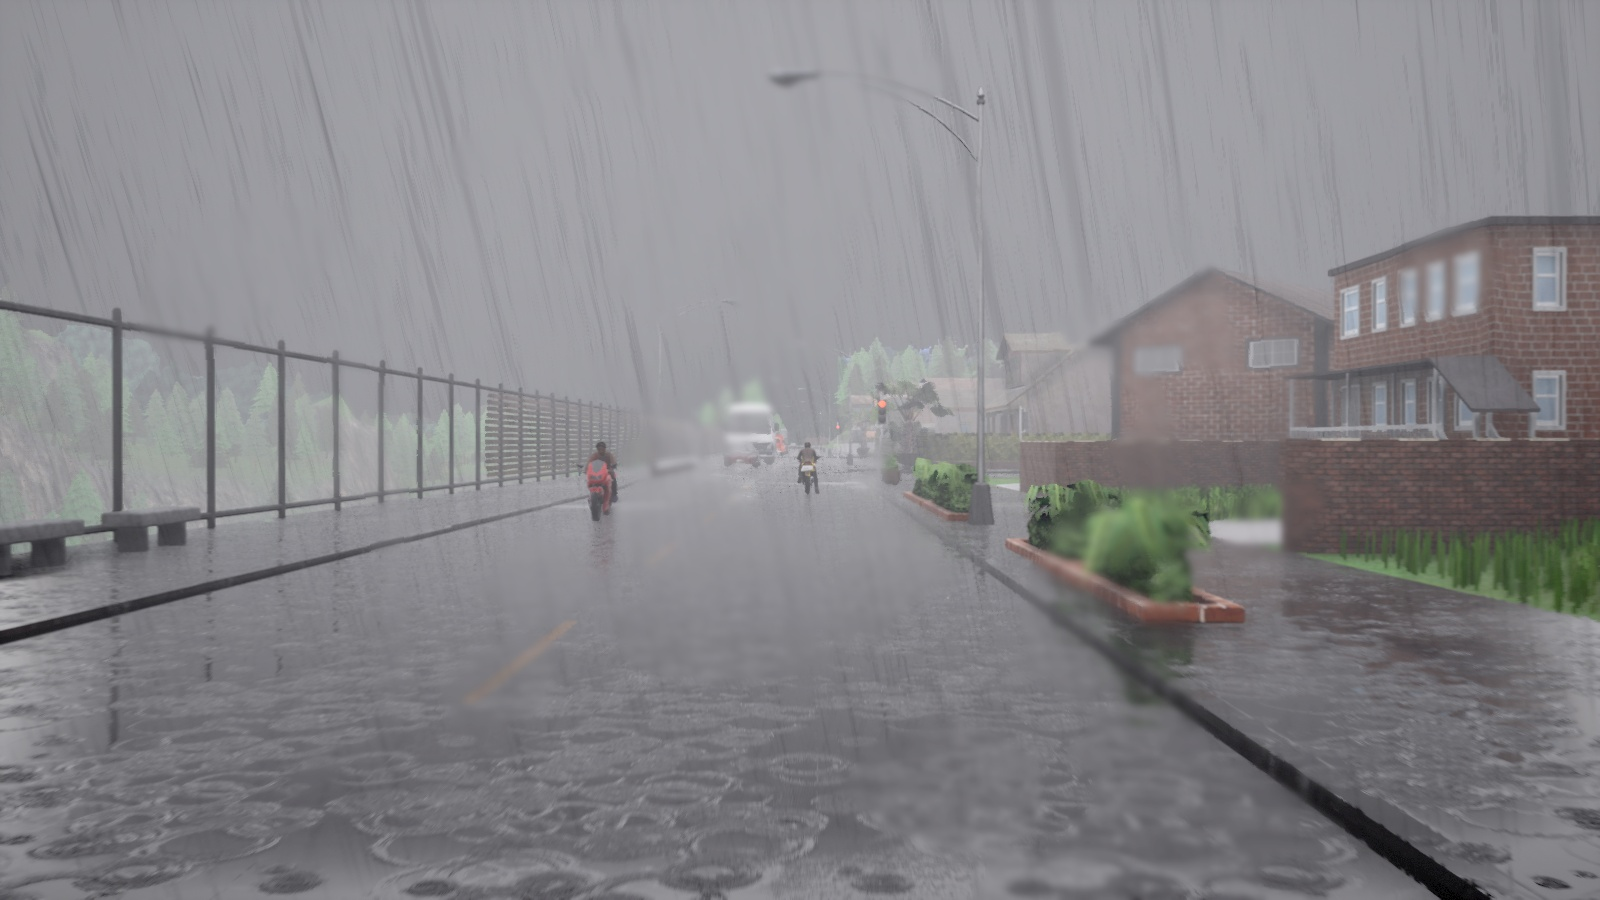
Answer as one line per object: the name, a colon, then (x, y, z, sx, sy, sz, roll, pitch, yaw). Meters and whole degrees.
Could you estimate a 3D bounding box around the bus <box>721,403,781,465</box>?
bus: (-3.457, -1.148, 91.454, 3.944, 4.253, 10.273, 0, 0, 0)

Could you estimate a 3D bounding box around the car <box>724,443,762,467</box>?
car: (-3.535, 0.300, 78.680, 2.163, 1.488, 4.792, 0, 0, 0)

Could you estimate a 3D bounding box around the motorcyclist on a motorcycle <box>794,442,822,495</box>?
motorcyclist on a motorcycle: (0.224, 0.521, 36.831, 0.797, 1.523, 2.044, 0, 0, 0)

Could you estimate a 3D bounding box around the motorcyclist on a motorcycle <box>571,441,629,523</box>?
motorcyclist on a motorcycle: (-3.847, 0.589, 24.293, 0.797, 1.523, 2.044, 0, 0, 0)
